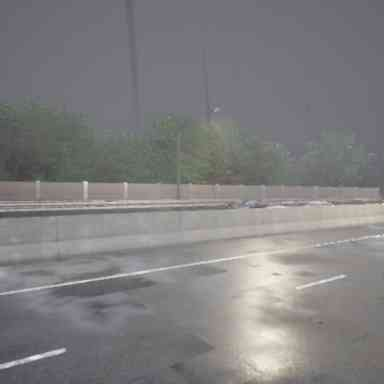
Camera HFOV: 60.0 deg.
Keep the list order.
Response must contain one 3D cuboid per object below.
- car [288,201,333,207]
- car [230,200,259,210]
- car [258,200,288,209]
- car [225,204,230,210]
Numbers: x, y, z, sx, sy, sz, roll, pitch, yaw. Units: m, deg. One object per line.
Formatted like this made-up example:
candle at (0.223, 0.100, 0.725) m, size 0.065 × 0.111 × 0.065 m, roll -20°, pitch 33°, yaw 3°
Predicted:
car at (10.798, 1.560, 28.942) m, size 4.674 × 1.442 × 1.812 m, roll 0°, pitch 0°, yaw -36°
car at (6.524, 1.560, 34.490) m, size 4.674 × 1.442 × 1.812 m, roll 0°, pitch 0°, yaw -36°
car at (8.924, 1.636, 31.905) m, size 4.718 × 1.301 × 1.895 m, roll 0°, pitch 0°, yaw -36°
car at (5.825, 1.601, 38.293) m, size 4.181 × 1.385 × 1.994 m, roll 0°, pitch 0°, yaw -36°
